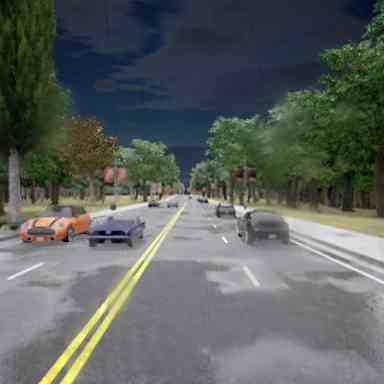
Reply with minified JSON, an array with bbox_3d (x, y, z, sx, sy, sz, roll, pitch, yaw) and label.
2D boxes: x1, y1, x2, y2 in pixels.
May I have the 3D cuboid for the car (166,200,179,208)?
[{"bbox_3d":[-3.306,2.061,57.274,1.812,1.442,4.674,0,-1,0],"label":"car"}]

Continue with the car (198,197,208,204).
[{"bbox_3d":[3.199,2.337,86.211,1.882,1.535,5.008,0,-1,0],"label":"car"}]

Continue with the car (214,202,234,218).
[{"bbox_3d":[3.348,1.779,34.087,2.128,1.511,4.902,0,-1,0],"label":"car"}]

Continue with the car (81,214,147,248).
[{"bbox_3d":[-3.352,1.715,15.539,1.895,1.301,4.718,0,0,0],"label":"car"}]

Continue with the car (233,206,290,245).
[{"bbox_3d":[3.350,1.625,16.242,1.837,1.490,4.892,0,0,0],"label":"car"}]

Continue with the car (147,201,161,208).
[{"bbox_3d":[-6.549,2.141,57.660,1.895,1.301,4.718,0,-1,1],"label":"car"}]

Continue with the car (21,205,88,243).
[{"bbox_3d":[-6.601,1.476,16.723,2.097,1.767,4.553,0,0,0],"label":"car"}]
